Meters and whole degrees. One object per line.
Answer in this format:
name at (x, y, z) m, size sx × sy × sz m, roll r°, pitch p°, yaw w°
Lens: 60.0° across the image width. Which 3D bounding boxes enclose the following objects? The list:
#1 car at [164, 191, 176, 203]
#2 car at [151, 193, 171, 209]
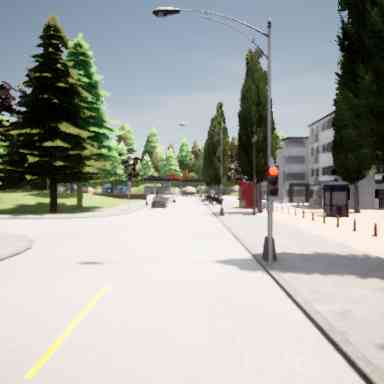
car at (-4.038, 0.923, 59.143) m, size 2.150 × 2.045 × 5.566 m, roll 0°, pitch 0°, yaw 1°
car at (-4.094, 1.288, 42.319) m, size 1.837 × 1.490 × 4.892 m, roll 0°, pitch 0°, yaw 0°
